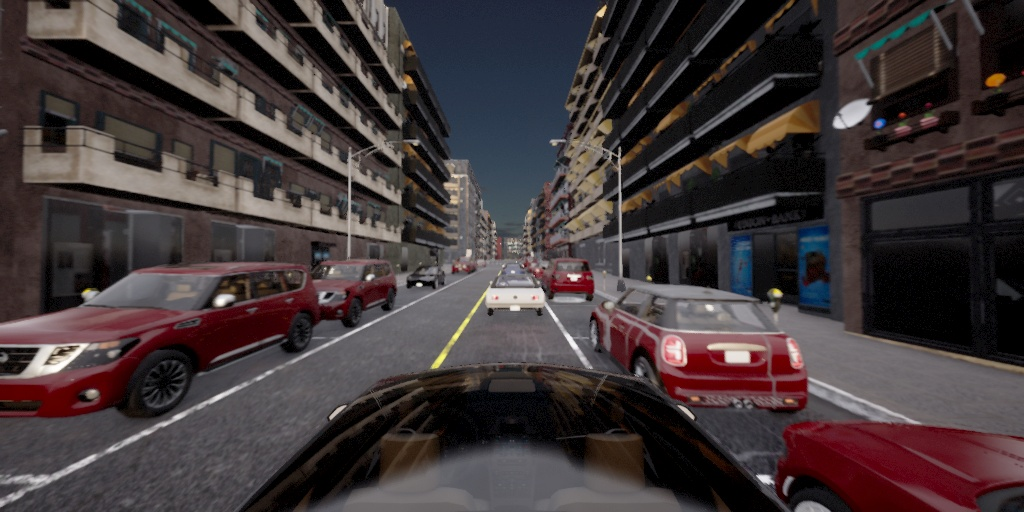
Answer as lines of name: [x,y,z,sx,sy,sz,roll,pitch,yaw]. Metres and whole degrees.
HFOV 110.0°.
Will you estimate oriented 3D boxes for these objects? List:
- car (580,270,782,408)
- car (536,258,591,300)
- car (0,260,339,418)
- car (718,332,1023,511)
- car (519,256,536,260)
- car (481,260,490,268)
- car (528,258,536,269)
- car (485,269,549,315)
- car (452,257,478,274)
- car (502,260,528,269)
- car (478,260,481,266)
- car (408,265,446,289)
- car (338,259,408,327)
car: [2.575,1.180,6.066,1.967,1.591,4.097,0,0,0]
car: [2.532,1.030,17.127,2.192,1.841,5.009,0,0,0]
car: [-5.315,1.054,6.126,2.192,1.841,5.009,0,0,0]
car: [2.568,1.298,0.534,1.888,1.381,4.507,0,0,0]
car: [2.528,1.004,50.314,2.192,1.841,5.009,0,0,0]
car: [-5.322,1.278,61.431,1.802,1.307,4.207,0,0,0]
car: [2.531,1.139,28.190,1.967,1.591,4.097,0,0,0]
car: [0.101,1.324,13.351,1.895,1.301,4.718,0,0,0]
car: [-5.319,1.004,39.306,2.192,1.841,5.009,0,0,0]
car: [0.098,1.260,30.571,1.994,1.385,4.181,0,0,0]
car: [-5.320,1.234,44.838,1.888,1.381,4.507,0,0,0]
car: [-5.317,1.272,22.718,1.948,1.339,4.313,0,0,0]
car: [-5.315,1.041,11.655,2.192,1.841,5.009,0,0,0]
